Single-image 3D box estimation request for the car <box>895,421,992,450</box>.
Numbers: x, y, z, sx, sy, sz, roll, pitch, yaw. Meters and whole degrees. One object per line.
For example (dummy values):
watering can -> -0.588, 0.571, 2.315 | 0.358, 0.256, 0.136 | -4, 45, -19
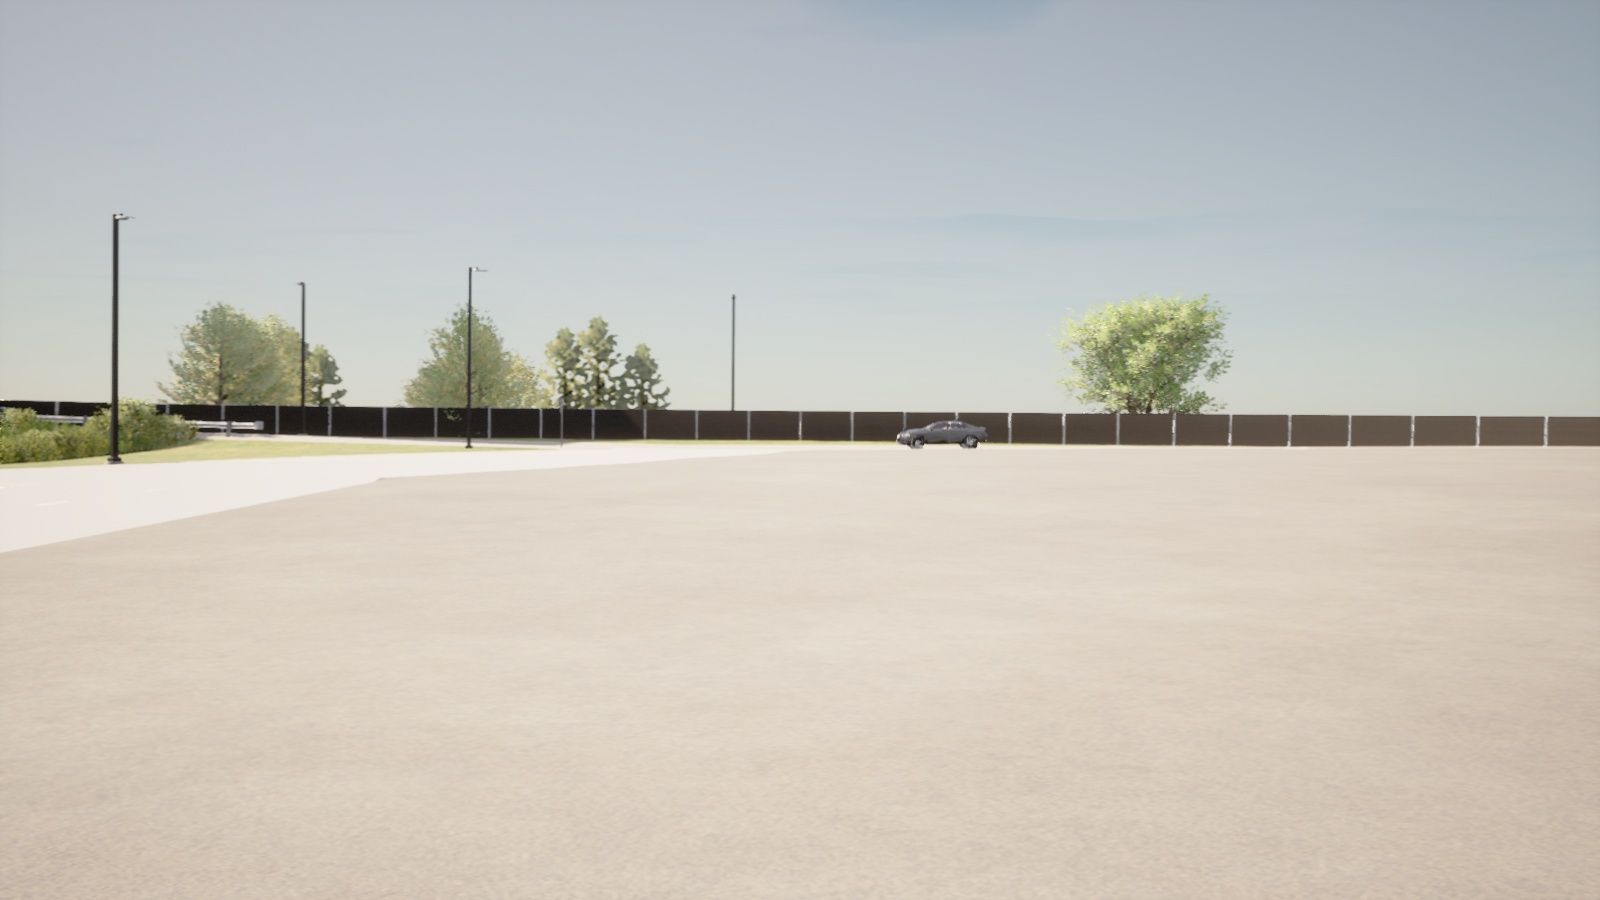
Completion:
car -> 7.671, -0.742, 67.499 | 4.902, 1.511, 2.128 | 0, 0, -4
